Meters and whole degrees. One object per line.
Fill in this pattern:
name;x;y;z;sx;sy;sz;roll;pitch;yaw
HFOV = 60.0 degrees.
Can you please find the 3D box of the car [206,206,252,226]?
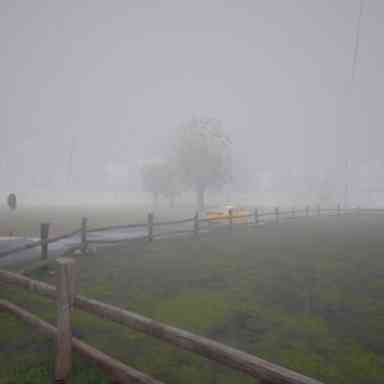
car;3.115;1.876;26.960;1.882;1.535;5.008;0;-1;38
